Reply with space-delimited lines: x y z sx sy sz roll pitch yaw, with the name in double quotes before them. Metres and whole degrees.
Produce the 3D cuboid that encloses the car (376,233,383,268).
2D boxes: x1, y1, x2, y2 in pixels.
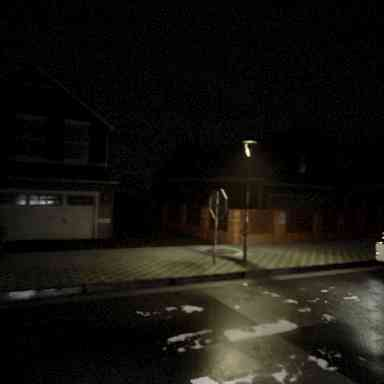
"car" 8.368 1.553 10.653 5.566 2.045 2.150 2 0 -30
